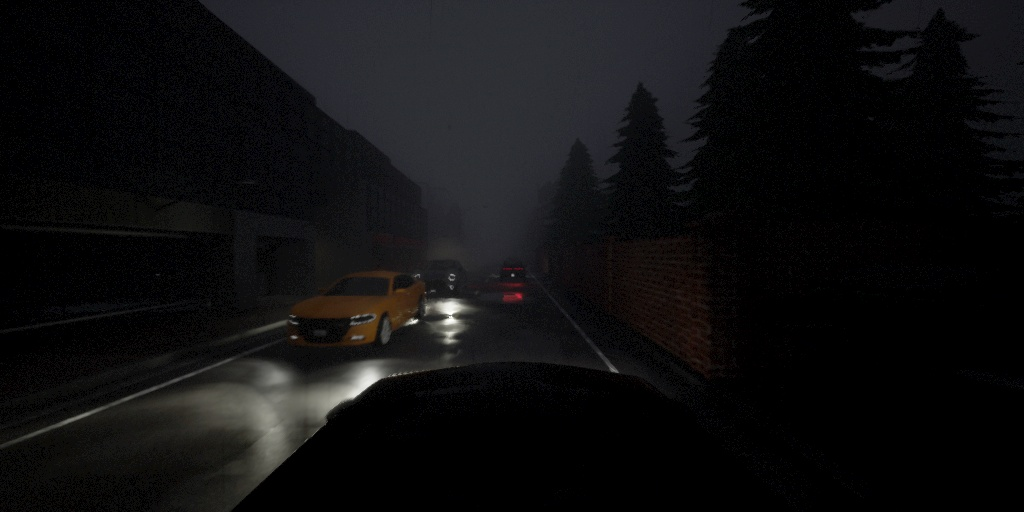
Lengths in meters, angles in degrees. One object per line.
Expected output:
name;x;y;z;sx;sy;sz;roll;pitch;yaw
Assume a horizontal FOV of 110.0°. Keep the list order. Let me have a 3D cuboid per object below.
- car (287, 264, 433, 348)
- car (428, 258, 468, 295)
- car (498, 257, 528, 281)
car;-3.593;1.138;9.215;1.882;1.535;5.008;0;1;0
car;-3.491;0.937;18.054;2.097;1.767;4.553;0;1;0
car;0.073;0.992;26.313;1.837;1.490;4.892;0;1;0
